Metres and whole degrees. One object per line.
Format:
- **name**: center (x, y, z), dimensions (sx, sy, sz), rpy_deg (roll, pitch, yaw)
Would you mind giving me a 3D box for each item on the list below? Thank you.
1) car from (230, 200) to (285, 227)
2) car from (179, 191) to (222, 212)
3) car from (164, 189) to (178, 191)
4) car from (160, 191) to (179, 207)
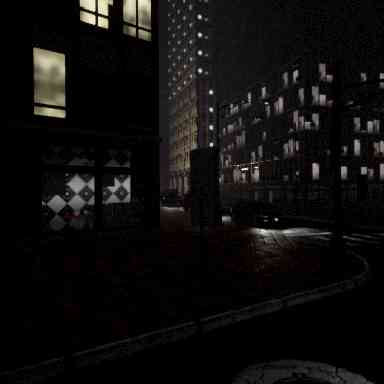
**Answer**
- **car**: center (4.106, 1.315, 21.553), dimensions (1.837, 1.490, 4.892), rpy_deg (-1, 1, -19)
- **car**: center (0.825, 0.892, 31.170), dimensions (2.150, 2.045, 5.566), rpy_deg (-1, 1, -19)
- **car**: center (-3.611, 0.553, 53.360), dimensions (2.150, 2.045, 5.566), rpy_deg (-1, 1, -18)
- **car**: center (-2.403, 1.035, 40.679), dimensions (1.837, 1.490, 4.892), rpy_deg (-1, 1, -18)
